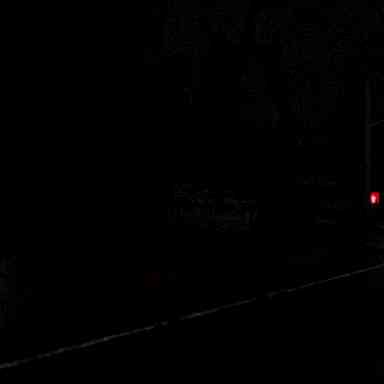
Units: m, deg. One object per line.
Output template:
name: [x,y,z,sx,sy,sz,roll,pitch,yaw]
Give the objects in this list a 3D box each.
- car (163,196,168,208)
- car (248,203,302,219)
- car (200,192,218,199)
car: [-5.536,1.578,46.616,1.994,1.385,4.181,0,0,-37]
car: [7.334,1.614,29.483,1.895,1.301,4.718,0,0,-37]
car: [5.034,1.107,92.368,1.932,1.855,4.605,0,0,-37]
